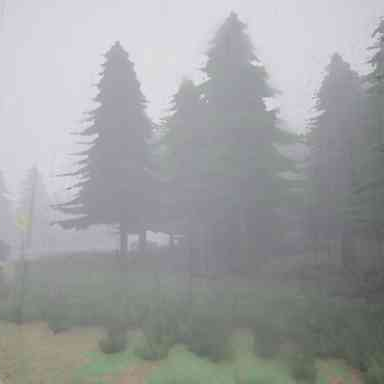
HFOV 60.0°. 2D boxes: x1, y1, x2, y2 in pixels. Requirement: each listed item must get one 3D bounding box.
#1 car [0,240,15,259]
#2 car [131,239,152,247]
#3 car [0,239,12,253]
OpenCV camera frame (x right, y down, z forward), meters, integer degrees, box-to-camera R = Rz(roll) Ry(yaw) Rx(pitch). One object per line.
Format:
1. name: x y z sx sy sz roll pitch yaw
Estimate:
1. car: -15.506 4.355 24.839 1.837 1.490 4.892 -4 -8 2
2. car: -6.279 7.010 44.183 1.882 1.535 5.008 -4 -9 21
3. car: -11.697 3.044 18.377 2.097 1.767 4.553 -1 -8 -12
